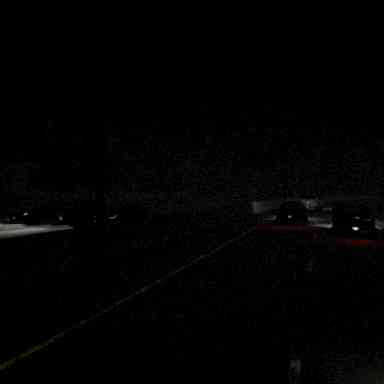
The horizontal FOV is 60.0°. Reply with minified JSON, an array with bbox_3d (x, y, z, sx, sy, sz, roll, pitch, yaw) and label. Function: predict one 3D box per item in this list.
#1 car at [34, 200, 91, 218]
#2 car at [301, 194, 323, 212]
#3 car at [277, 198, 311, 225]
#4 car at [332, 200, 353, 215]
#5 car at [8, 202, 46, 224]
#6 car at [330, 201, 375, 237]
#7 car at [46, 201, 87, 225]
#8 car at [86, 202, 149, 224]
[{"bbox_3d":[-12.298,1.538,32.096,2.033,1.411,5.357,0,0,22],"label":"car"},{"bbox_3d":[14.066,1.201,39.326,2.150,2.045,5.566,0,0,26],"label":"car"},{"bbox_3d":[7.371,1.465,24.229,1.882,1.535,5.008,0,0,22],"label":"car"},{"bbox_3d":[15.969,1.581,35.239,1.895,1.301,4.718,0,0,25],"label":"car"},{"bbox_3d":[-11.345,1.519,24.975,1.812,1.442,4.674,0,0,22],"label":"car"},{"bbox_3d":[8.779,1.494,18.283,1.837,1.490,4.892,0,0,21],"label":"car"},{"bbox_3d":[-7.818,1.484,24.377,2.128,1.511,4.902,0,0,22],"label":"car"},{"bbox_3d":[-4.710,1.497,22.720,1.837,1.490,4.892,0,0,22],"label":"car"}]
